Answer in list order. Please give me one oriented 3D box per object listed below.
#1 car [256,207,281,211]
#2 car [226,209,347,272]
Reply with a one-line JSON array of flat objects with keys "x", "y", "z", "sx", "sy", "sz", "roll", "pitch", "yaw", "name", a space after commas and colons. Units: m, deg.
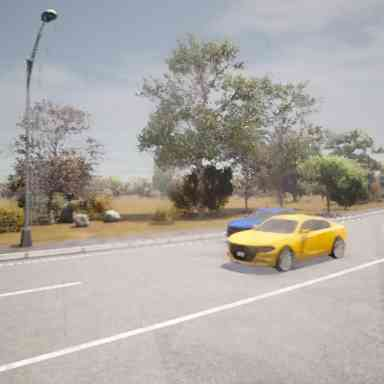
[{"x": 3.783, "y": 1.536, "z": 16.116, "sx": 5.008, "sy": 1.535, "sz": 1.882, "roll": 0, "pitch": 0, "yaw": -41, "name": "car"}, {"x": 3.314, "y": 1.520, "z": 11.155, "sx": 5.008, "sy": 1.535, "sz": 1.882, "roll": 0, "pitch": 0, "yaw": -40, "name": "car"}]
